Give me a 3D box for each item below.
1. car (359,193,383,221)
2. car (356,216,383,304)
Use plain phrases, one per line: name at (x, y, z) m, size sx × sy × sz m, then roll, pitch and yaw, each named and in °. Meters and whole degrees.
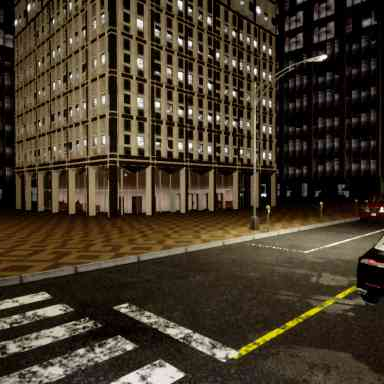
car at (12.799, 1.022, 21.877) m, size 5.009 × 1.841 × 2.192 m, roll -1°, pitch 1°, yaw -44°
car at (5.080, 1.410, 6.937) m, size 4.902 × 1.511 × 2.128 m, roll -1°, pitch 1°, yaw -44°
